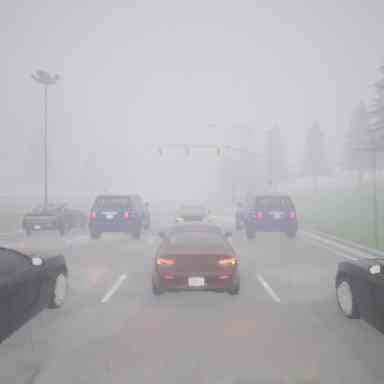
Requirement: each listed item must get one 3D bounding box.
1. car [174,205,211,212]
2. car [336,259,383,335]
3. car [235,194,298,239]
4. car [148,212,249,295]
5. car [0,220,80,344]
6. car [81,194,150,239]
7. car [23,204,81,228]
[{"bbox_3d":[0.054,1.402,17.510,1.812,1.442,4.674,0,0,0],"label":"car"},{"bbox_3d":[3.588,1.447,4.161,1.882,1.535,5.008,0,0,0],"label":"car"},{"bbox_3d":[3.560,1.103,16.675,2.150,2.045,5.566,0,0,0],"label":"car"},{"bbox_3d":[0.078,1.466,8.413,1.812,1.442,4.674,0,0,0],"label":"car"},{"bbox_3d":[-3.413,1.444,4.681,1.882,1.535,5.008,0,1,0],"label":"car"},{"bbox_3d":[-3.447,1.103,16.635,2.150,2.045,5.566,0,0,0],"label":"car"},{"bbox_3d":[-6.950,1.365,17.415,2.128,1.511,4.902,0,0,0],"label":"car"}]
